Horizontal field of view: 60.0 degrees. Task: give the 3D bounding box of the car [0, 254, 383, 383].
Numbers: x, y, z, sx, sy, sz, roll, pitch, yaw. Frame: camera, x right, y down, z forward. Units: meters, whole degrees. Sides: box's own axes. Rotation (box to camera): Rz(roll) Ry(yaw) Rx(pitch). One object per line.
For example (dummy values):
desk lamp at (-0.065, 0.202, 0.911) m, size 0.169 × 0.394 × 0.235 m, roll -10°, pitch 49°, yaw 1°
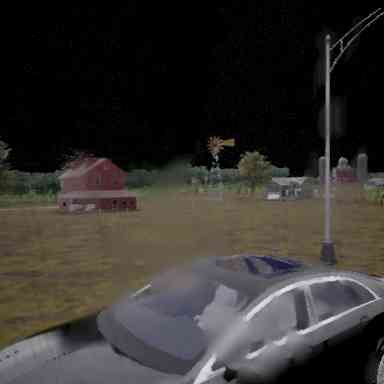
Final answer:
car at (0.409, 1.493, 3.362) m, size 4.902 × 1.511 × 2.128 m, roll 0°, pitch 0°, yaw -35°
